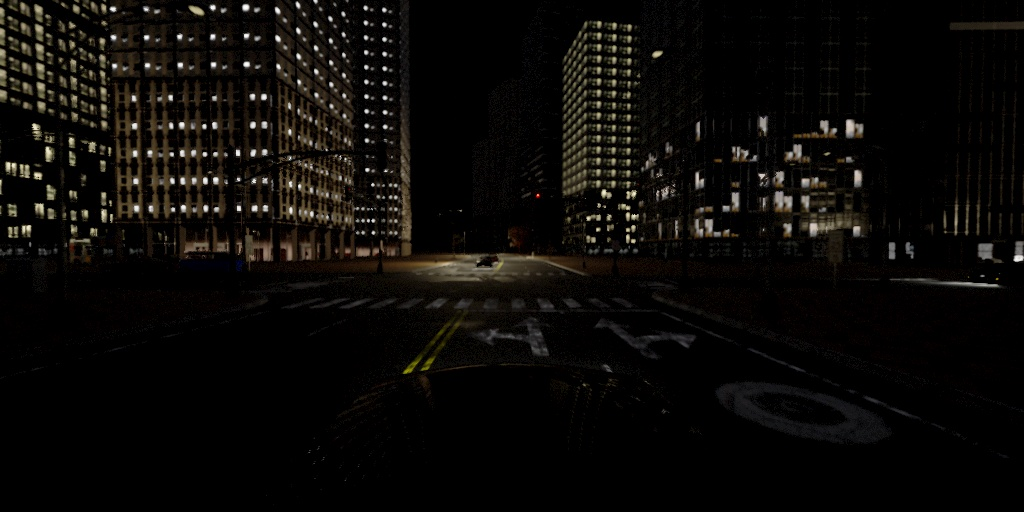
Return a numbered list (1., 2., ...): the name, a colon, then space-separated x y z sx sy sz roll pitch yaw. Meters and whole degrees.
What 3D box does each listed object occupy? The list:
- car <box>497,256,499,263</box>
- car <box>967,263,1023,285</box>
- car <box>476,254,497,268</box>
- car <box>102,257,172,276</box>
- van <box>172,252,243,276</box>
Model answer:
1. car: -3.269 0.369 60.141 1.994 1.385 4.181 0 1 0
2. car: 32.581 1.126 23.277 4.181 1.385 1.994 0 1 1
3. car: -3.249 0.657 42.984 2.033 1.411 5.357 0 1 0
4. car: -28.192 0.747 27.085 4.507 1.381 1.888 0 0 1
5. van: -22.654 0.569 27.038 3.998 1.789 1.690 0 0 1
